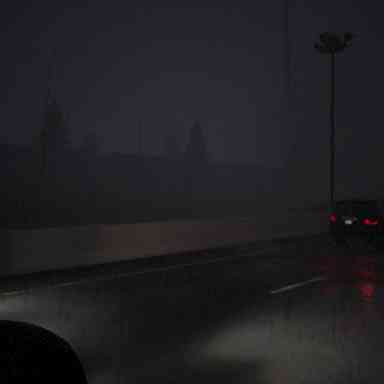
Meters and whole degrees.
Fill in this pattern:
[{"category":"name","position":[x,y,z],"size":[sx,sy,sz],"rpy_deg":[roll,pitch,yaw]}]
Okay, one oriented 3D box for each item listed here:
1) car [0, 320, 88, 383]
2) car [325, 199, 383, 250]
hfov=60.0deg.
[{"category":"car","position":[-3.057,1.484,1.722],"size":[4.902,1.511,2.128],"rpy_deg":[0,0,-35]},{"category":"car","position":[8.441,1.337,15.272],"size":[5.566,2.045,2.150],"rpy_deg":[1,0,-40]}]
